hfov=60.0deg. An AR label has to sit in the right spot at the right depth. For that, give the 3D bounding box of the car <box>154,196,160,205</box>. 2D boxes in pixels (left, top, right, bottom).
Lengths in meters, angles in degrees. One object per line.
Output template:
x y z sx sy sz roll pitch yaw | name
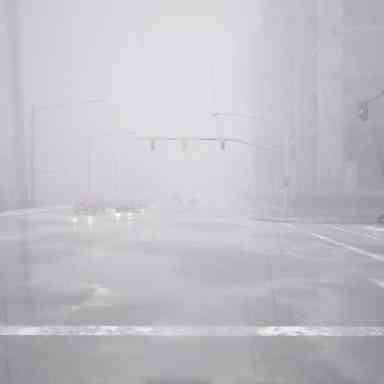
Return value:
-6.829 1.490 58.659 2.128 1.511 4.902 0 0 1 | car

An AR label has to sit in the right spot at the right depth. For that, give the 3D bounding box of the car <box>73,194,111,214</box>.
-10.725 1.220 35.334 2.150 2.045 5.566 0 0 1 | car

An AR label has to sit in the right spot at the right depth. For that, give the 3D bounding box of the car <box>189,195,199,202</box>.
0.512 1.521 75.182 2.128 1.511 4.902 0 0 1 | car

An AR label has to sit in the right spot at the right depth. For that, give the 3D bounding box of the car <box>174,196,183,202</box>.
-2.985 1.508 75.533 1.895 1.301 4.718 0 0 1 | car

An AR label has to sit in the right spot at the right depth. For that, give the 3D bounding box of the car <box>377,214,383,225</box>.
13.957 1.563 20.710 4.181 1.385 1.994 0 0 0 | car

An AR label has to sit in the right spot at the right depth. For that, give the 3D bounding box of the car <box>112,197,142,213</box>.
-7.195 1.562 37.273 1.994 1.385 4.181 0 0 1 | car

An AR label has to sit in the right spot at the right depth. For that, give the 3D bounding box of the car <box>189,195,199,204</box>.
0.396 1.523 62.738 1.812 1.442 4.674 0 0 1 | car

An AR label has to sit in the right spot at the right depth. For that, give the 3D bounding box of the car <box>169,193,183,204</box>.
-3.160 1.219 64.890 2.150 2.045 5.566 0 0 1 | car

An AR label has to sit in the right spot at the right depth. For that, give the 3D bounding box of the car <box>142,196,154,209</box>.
-7.043 1.546 46.515 2.033 1.411 5.357 0 0 2 | car

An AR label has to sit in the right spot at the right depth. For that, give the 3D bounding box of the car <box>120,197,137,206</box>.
-10.411 1.524 55.010 1.812 1.442 4.674 0 0 1 | car
